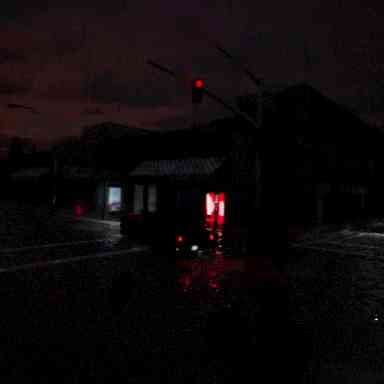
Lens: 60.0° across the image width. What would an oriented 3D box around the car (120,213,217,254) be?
[{"bbox_3d":[-1.157,1.460,13.116,1.895,1.301,4.718,2,2,-35],"label":"car"}]
